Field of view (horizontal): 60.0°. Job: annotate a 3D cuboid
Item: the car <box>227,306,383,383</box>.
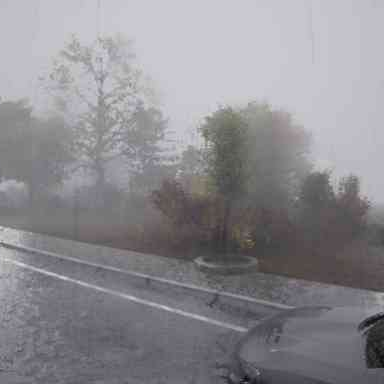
[{"bbox_3d":[2.581,1.517,2.250,4.892,1.490,1.837,0,0,35],"label":"car"}]
